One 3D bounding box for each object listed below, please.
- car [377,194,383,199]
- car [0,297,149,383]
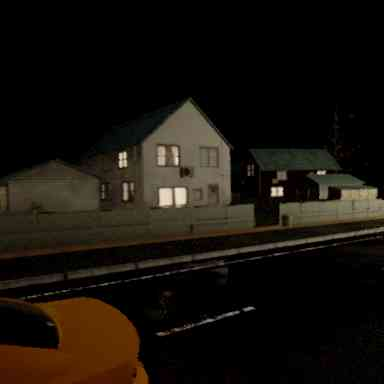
[{"bbox_3d":[34.208,0.793,57.647,2.097,1.767,4.553,-2,1,-15],"label":"car"},{"bbox_3d":[-2.670,1.485,1.779,5.008,1.535,1.882,0,0,-36],"label":"car"}]
